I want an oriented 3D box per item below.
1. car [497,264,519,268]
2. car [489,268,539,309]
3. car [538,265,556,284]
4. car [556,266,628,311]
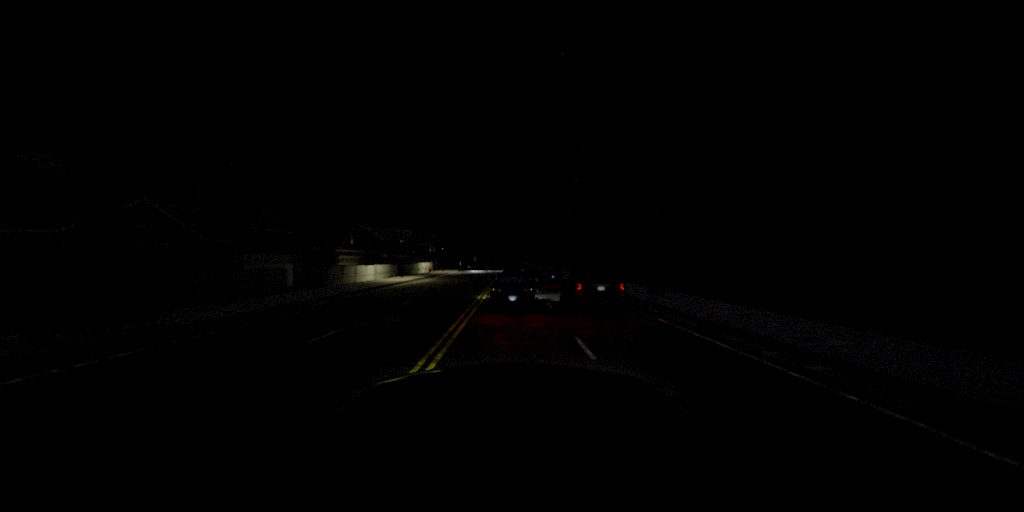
[{"bbox_3d":[0.058,1.609,30.292,1.994,1.385,4.181,0,-1,1],"label":"car"},{"bbox_3d":[0.043,1.417,15.742,1.812,1.442,4.674,0,0,1],"label":"car"},{"bbox_3d":[3.316,1.530,31.094,1.882,1.535,5.008,0,0,1],"label":"car"},{"bbox_3d":[3.289,1.238,15.258,2.097,1.767,4.553,0,-1,1],"label":"car"}]
